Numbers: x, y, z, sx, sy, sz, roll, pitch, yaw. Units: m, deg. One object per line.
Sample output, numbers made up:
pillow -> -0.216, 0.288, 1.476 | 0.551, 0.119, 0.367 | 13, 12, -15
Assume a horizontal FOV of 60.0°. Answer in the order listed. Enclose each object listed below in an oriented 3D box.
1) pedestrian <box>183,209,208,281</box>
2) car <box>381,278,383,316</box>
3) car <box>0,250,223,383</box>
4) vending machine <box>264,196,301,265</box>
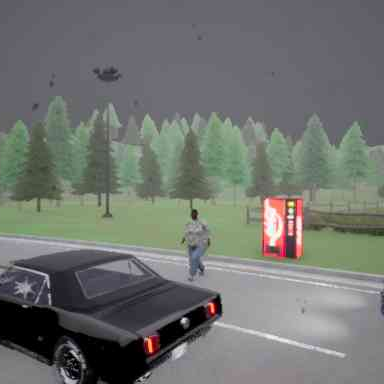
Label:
pedestrian -> 0.088, 1.286, 8.455 | 0.375, 1.860, 0.375 | 0, 0, 33
car -> 5.174, 1.528, 4.392 | 4.674, 1.442, 1.812 | 0, 0, 36
car -> -2.012, 1.593, 5.143 | 4.718, 1.301, 1.895 | 0, 0, 33
vending machine -> 2.983, 1.189, 10.957 | 0.880, 2.100, 1.100 | 0, 0, 33
